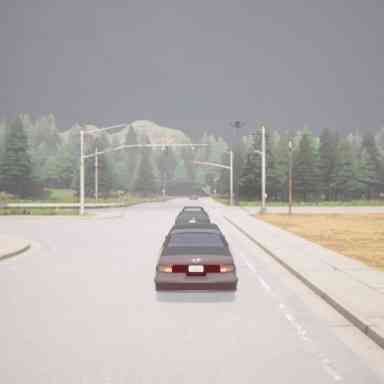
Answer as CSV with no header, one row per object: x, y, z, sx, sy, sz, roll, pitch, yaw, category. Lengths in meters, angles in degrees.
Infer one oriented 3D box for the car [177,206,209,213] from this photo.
0.066,1.524,19.578,1.994,1.385,4.181,0,0,1,car

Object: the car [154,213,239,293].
0.085,1.532,8.971,2.033,1.411,5.357,0,0,0,car

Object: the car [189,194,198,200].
0.313,1.381,83.790,1.994,1.385,4.181,0,0,2,car

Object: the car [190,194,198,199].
0.701,1.285,93.836,2.033,1.411,5.357,0,0,2,car
